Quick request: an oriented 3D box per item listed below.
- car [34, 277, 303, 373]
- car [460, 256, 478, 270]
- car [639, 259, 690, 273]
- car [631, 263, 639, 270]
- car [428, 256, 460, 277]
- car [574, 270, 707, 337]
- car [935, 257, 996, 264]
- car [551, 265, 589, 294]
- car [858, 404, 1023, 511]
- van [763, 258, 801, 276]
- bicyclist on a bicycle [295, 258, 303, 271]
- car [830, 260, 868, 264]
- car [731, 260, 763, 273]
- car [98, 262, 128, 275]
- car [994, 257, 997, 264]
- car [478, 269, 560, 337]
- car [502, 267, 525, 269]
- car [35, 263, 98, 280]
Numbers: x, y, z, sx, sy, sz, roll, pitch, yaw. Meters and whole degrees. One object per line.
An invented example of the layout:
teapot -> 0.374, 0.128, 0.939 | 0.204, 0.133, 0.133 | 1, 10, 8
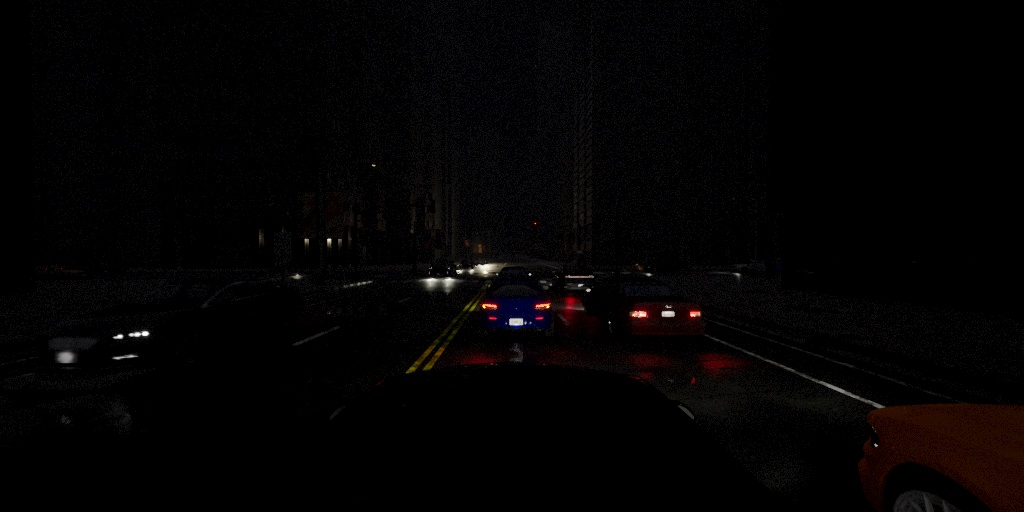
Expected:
car -> -6.601, 1.240, 7.761 | 2.128, 1.511, 4.902 | 0, 0, 0
car -> -6.602, 1.192, 53.196 | 1.882, 1.535, 5.008 | 0, 0, 0
car -> 17.703, 1.148, 41.164 | 5.008, 1.535, 1.882 | 0, 1, 0
car -> 16.672, 1.071, 43.843 | 4.097, 1.591, 1.967 | 0, 0, 0
car -> -6.604, 1.079, 34.412 | 2.097, 1.767, 4.553 | 0, 0, 0
car -> 3.347, 1.294, 10.232 | 2.033, 1.411, 5.357 | 0, 0, 0
car -> 43.831, 1.169, 35.172 | 4.097, 1.591, 1.967 | 0, 0, 0
car -> 3.340, 1.230, 19.980 | 2.128, 1.511, 4.902 | 0, 0, 0
car -> 3.350, 1.228, 0.407 | 1.882, 1.535, 5.008 | 0, 0, 0
van -> 27.511, 1.086, 35.260 | 3.998, 1.789, 1.690 | 0, 0, 0
bicyclist on a bicycle -> -25.898, 1.003, 43.563 | 0.582, 1.620, 1.656 | 0, 1, 0
car -> 32.952, 1.321, 35.231 | 4.207, 1.307, 1.802 | 0, 0, 0
car -> 27.643, 1.184, 41.095 | 4.674, 1.442, 1.812 | 0, 1, 0
car -> -46.436, 1.364, 40.692 | 4.507, 1.381, 1.888 | 0, 0, 0
car -> 49.272, 1.046, 35.143 | 5.009, 1.841, 2.192 | 0, 0, 0
car -> 0.089, 1.272, 10.132 | 1.812, 1.442, 4.674 | 0, 0, 0
car -> 0.088, 1.286, 19.706 | 2.033, 1.411, 5.357 | 0, 0, 0
car -> -40.841, 1.451, 32.172 | 4.829, 1.417, 1.751 | 0, 0, 0
